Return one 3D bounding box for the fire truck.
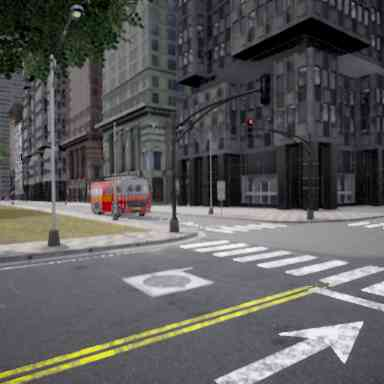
[{"bbox_3d":[-7.232,0.447,32.660,2.891,3.827,8.468,-1,0,-35],"label":"fire truck"}]
